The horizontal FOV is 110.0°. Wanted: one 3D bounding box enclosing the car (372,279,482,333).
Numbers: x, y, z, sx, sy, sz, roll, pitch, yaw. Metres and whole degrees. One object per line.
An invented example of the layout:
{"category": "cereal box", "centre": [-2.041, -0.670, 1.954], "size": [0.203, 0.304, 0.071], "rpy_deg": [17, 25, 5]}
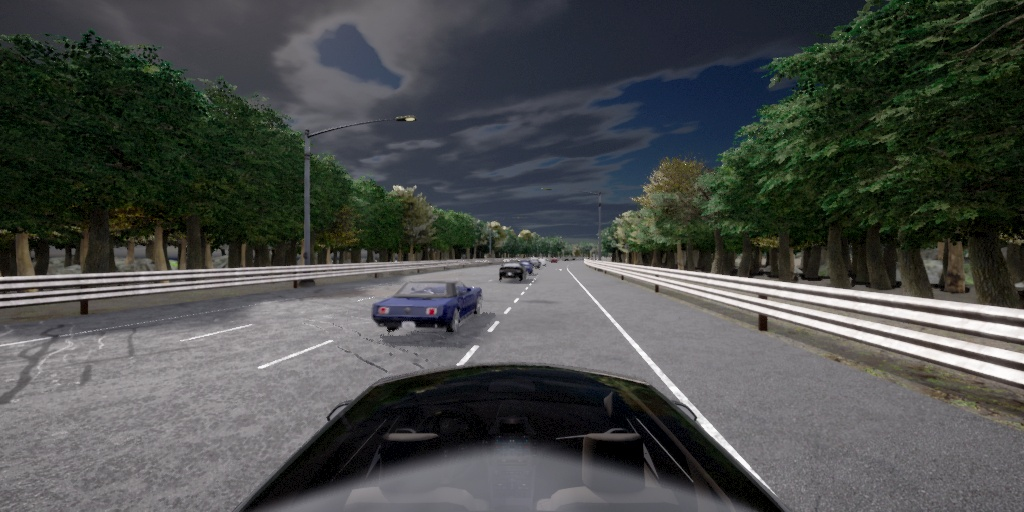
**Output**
{"category": "car", "centre": [-2.202, 1.350, 10.783], "size": [1.895, 1.301, 4.718], "rpy_deg": [0, 0, 7]}

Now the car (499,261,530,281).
{"category": "car", "centre": [0.135, 1.227, 30.147], "size": [1.882, 1.535, 5.008], "rpy_deg": [0, 0, 7]}

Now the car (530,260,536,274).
{"category": "car", "centre": [1.397, 1.283, 40.603], "size": [1.812, 1.442, 4.674], "rpy_deg": [0, 0, 7]}

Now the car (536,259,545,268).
{"category": "car", "centre": [3.768, 1.298, 58.966], "size": [2.033, 1.411, 5.357], "rpy_deg": [0, 0, 8]}
